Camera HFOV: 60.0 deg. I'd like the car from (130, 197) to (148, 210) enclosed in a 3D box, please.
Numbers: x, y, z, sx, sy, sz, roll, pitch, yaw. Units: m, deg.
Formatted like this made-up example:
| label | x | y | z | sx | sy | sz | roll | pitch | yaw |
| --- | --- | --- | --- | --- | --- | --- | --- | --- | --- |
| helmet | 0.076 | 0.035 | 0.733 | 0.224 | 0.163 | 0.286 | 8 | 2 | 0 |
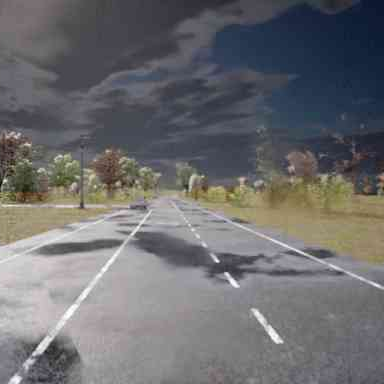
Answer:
| label | x | y | z | sx | sy | sz | roll | pitch | yaw |
| --- | --- | --- | --- | --- | --- | --- | --- | --- | --- |
| car | -7.173 | 1.528 | 45.240 | 2.097 | 1.767 | 4.553 | 0 | 0 | -4 |
